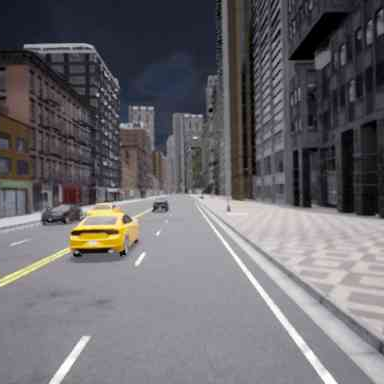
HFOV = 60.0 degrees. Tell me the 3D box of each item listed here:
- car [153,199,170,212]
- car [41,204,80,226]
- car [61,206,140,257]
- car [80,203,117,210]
[{"bbox_3d":[-3.778,1.584,41.187,1.837,1.490,4.892,-1,0,-1],"label":"car"},{"bbox_3d":[-10.226,1.709,26.418,1.882,1.535,5.008,-1,0,-1],"label":"car"},{"bbox_3d":[-3.336,1.557,13.530,1.882,1.535,5.008,-1,0,-1],"label":"car"},{"bbox_3d":[-6.977,1.637,26.466,1.882,1.535,5.008,-1,0,-1],"label":"car"}]
